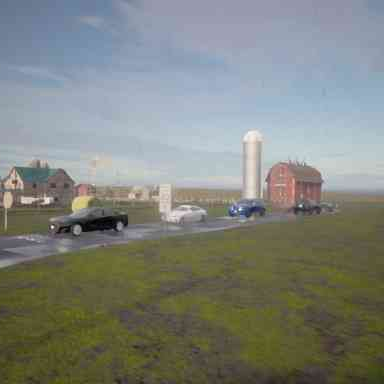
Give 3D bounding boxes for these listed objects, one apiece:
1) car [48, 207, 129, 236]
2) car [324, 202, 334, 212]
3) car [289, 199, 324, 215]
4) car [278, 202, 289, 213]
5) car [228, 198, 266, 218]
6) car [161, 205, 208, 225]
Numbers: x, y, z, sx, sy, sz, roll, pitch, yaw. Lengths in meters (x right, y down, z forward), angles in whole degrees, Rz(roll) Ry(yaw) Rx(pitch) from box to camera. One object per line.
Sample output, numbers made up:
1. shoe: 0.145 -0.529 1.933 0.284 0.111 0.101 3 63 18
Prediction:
1. car: -6.029 1.653 19.875 1.882 1.535 5.008 1 0 35
2. car: 21.003 2.360 52.231 1.837 1.490 4.892 1 0 28
3. car: 15.047 1.915 43.428 2.150 2.045 5.566 1 0 36
4. car: 13.628 2.155 46.353 1.882 1.535 5.008 1 0 37
5. car: 6.125 1.700 36.323 2.150 2.045 5.566 1 0 37
6. car: -0.501 1.836 27.399 1.812 1.442 4.674 1 0 37
